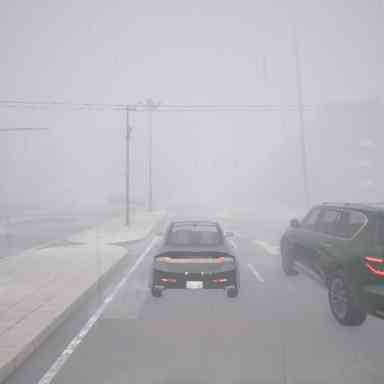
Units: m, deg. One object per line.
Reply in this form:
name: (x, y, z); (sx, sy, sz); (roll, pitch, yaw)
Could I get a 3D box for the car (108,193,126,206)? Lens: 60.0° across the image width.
car: (-12.656, 1.220, 56.421); (2.150, 2.045, 5.566); (0, 0, -1)

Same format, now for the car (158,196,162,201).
car: (-9.096, 1.562, 87.226); (1.895, 1.301, 4.718); (0, 0, 0)

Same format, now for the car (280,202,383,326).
car: (3.560, 1.222, 7.179); (2.150, 2.045, 5.566); (0, 0, 1)

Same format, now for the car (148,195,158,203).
car: (-9.137, 1.539, 71.772); (2.033, 1.411, 5.357); (0, 0, 0)

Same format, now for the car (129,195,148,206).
car: (-9.158, 1.547, 56.151); (2.033, 1.411, 5.357); (0, 0, -1)

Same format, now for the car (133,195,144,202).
car: (-12.619, 1.477, 78.676); (1.882, 1.535, 5.008); (0, 0, 0)

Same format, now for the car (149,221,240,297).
car: (0.074, 1.491, 8.531); (2.128, 1.511, 4.902); (0, 0, 1)

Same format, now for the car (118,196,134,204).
car: (-12.643, 1.491, 64.436); (2.128, 1.511, 4.902); (0, 0, 0)
